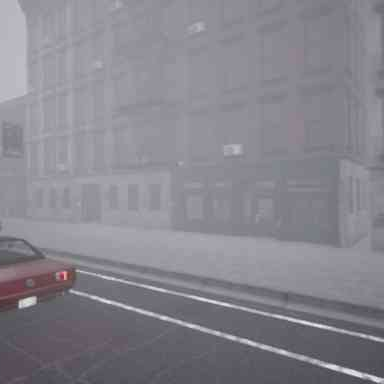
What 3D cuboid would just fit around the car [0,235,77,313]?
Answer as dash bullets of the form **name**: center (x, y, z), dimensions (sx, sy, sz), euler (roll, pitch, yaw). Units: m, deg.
- **car**: center (-4.604, 1.584, 6.953), dimensions (4.718, 1.301, 1.895), euler (0, 0, 35)
